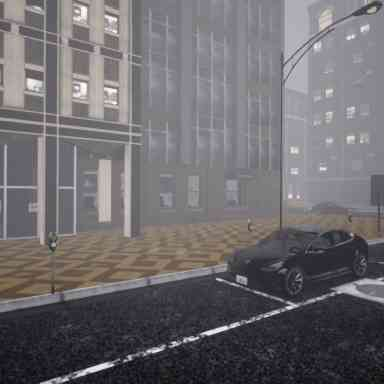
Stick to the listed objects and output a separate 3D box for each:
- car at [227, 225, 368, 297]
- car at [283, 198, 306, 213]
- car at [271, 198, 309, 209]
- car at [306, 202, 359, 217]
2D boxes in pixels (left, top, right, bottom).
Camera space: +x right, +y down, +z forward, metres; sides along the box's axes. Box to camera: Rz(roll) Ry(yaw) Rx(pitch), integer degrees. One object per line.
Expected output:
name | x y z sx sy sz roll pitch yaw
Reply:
car | 2.871 1.567 8.609 4.313 1.339 1.947 0 0 -36
car | 9.738 1.466 34.737 1.752 1.417 4.829 0 0 -36
car | 13.044 1.498 44.501 1.752 1.417 4.829 0 0 -36
car | 12.941 1.533 30.275 1.802 1.307 4.206 0 0 -36
